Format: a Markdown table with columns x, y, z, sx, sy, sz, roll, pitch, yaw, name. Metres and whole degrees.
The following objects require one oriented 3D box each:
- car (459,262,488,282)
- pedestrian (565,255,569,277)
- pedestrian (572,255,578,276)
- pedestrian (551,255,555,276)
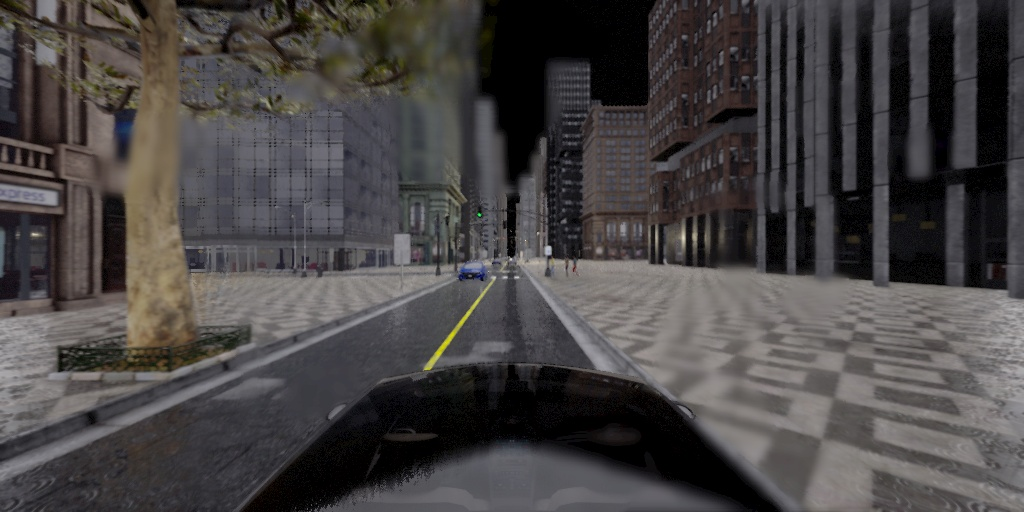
| x | y | z | sx | sy | sz | roll | pitch | yaw | name |
| --- | --- | --- | --- | --- | --- | --- | --- | --- | --- |
| -3.026 | 1.183 | 28.549 | 1.882 | 1.535 | 5.008 | 0 | 0 | 1 | car |
| 4.635 | 0.839 | 30.528 | 0.375 | 1.860 | 0.375 | 0 | 0 | 0 | pedestrian |
| 5.477 | 0.829 | 31.127 | 0.375 | 1.860 | 0.375 | 0 | 0 | 0 | pedestrian |
| 3.635 | 0.842 | 31.728 | 0.375 | 1.860 | 0.375 | 0 | 0 | 0 | pedestrian |
